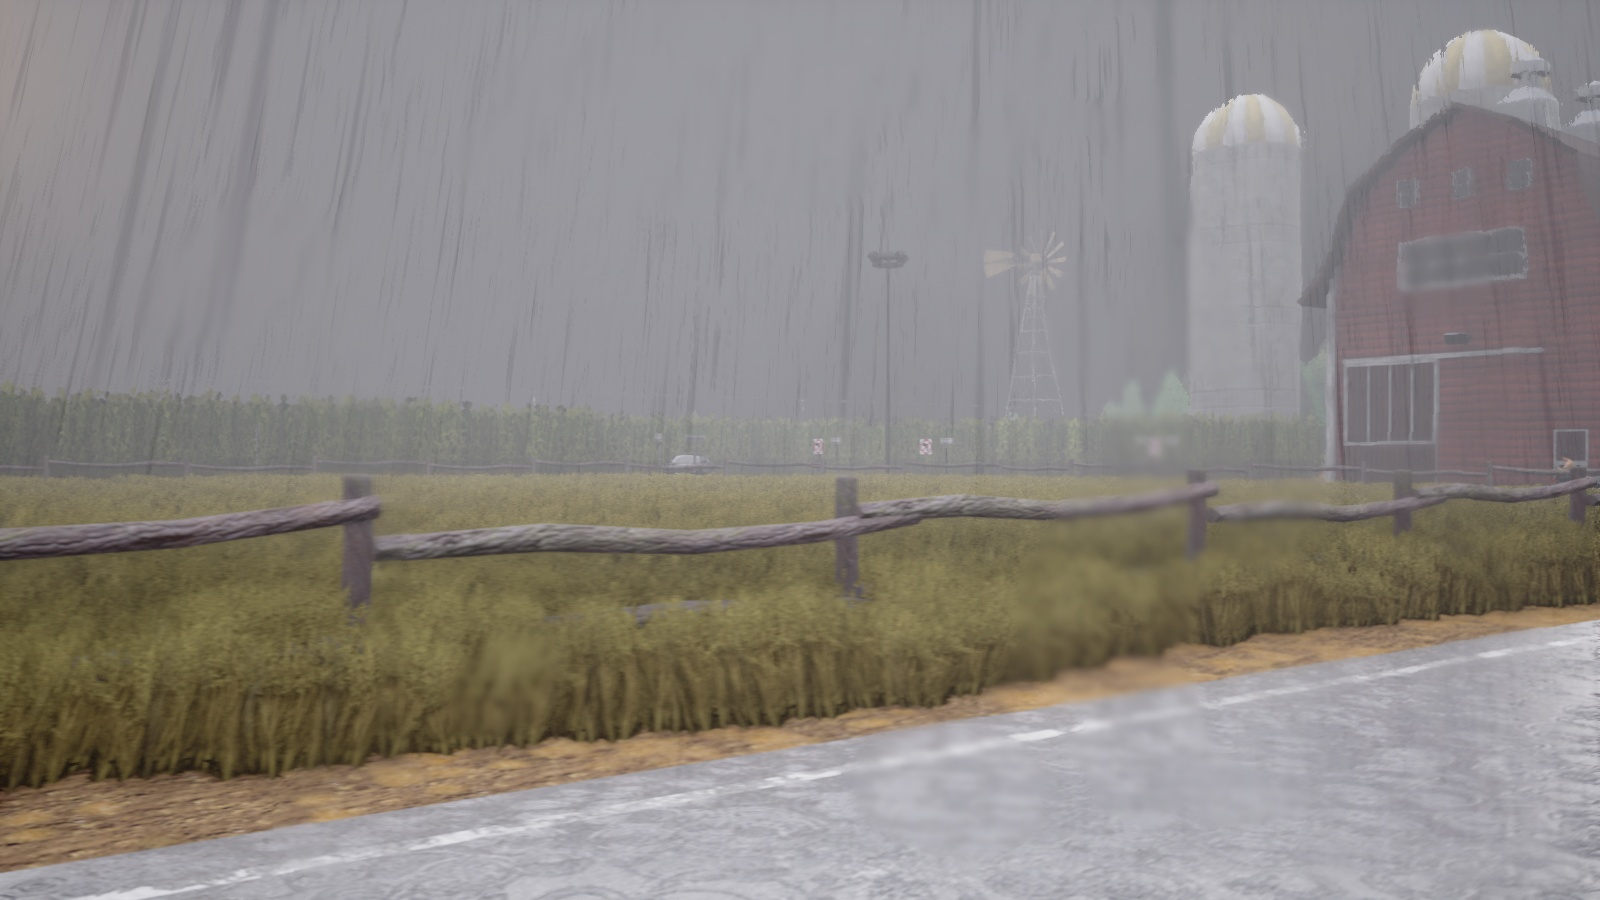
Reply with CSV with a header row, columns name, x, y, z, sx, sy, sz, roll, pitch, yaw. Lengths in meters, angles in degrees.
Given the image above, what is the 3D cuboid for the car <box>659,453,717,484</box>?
name,x,y,z,sx,sy,sz,roll,pitch,yaw
car,-5.717,0.943,64.752,1.882,1.535,5.008,0,0,8

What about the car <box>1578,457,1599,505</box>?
name,x,y,z,sx,sy,sz,roll,pitch,yaw
car,24.981,0.907,35.914,1.994,1.385,4.181,0,0,-38
